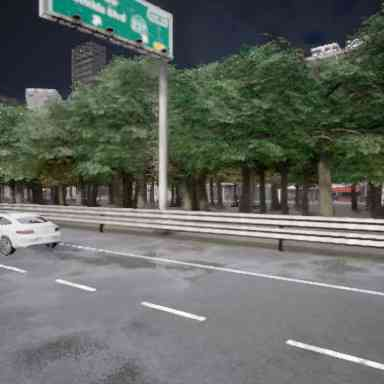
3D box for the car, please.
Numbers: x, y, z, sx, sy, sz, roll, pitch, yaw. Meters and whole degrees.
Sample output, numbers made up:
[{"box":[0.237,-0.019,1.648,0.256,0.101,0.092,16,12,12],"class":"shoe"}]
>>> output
[{"box":[-7.090,1.536,13.226,4.674,1.442,1.812,0,0,36],"class":"car"}]
